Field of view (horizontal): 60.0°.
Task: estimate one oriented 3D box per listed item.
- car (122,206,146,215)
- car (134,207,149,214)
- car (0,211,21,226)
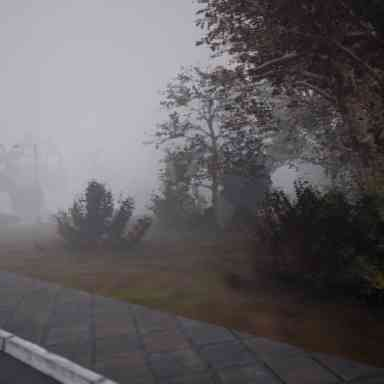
[{"bbox_3d":[-10.878,3.480,62.784,1.812,1.442,4.674,-4,-3,33],"label":"car"},{"bbox_3d":[-7.728,3.228,61.228,2.128,1.511,4.902,-4,-3,33],"label":"car"},{"bbox_3d":[-18.530,2.438,31.079,2.097,1.767,4.553,-4,-3,33],"label":"car"}]
